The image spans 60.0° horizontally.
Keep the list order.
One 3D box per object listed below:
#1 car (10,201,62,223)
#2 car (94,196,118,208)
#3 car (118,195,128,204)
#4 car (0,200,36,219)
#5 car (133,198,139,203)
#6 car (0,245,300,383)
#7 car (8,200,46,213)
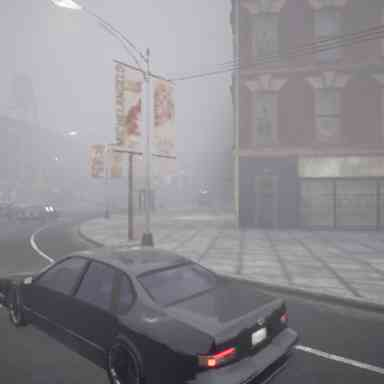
[{"bbox_3d":[-12.405,1.750,27.345,2.033,1.411,5.357,0,0,-3],"label":"car"},{"bbox_3d":[-15.232,1.786,57.987,2.097,1.767,4.553,0,0,10],"label":"car"},{"bbox_3d":[-17.587,1.852,82.933,2.435,2.045,5.566,0,0,9],"label":"car"},{"bbox_3d":[-15.746,1.705,29.090,2.128,1.511,4.902,0,0,-1],"label":"car"},{"bbox_3d":[-16.379,2.275,90.227,1.895,1.301,4.718,0,0,9],"label":"car"},{"bbox_3d":[-1.167,1.588,5.188,5.357,1.411,2.033,0,-1,41],"label":"car"},{"bbox_3d":[-21.359,1.796,43.373,1.882,1.535,5.008,0,0,10],"label":"car"}]
